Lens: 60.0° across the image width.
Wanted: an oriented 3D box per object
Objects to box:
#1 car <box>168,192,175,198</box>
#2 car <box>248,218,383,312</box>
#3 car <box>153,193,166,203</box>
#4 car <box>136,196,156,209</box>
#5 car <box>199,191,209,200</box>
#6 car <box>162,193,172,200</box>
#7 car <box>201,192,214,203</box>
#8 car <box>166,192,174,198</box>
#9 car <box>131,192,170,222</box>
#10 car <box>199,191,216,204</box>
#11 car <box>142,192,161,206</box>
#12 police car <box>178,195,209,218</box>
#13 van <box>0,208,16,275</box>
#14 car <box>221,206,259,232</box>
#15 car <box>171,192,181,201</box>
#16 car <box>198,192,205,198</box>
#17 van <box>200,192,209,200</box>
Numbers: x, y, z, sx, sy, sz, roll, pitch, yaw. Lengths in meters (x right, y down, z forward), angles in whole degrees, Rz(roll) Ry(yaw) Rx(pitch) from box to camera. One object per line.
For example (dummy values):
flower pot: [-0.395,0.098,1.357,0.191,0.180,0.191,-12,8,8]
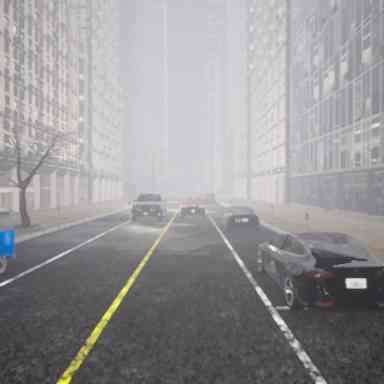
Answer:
car: [-5.712,0.727,92.993,1.967,1.590,4.097,0,1,0]
car: [2.685,1.516,7.518,1.947,1.339,4.313,0,0,0]
car: [-5.705,1.016,58.801,1.967,1.590,4.097,0,0,0]
car: [-5.702,1.253,41.708,1.887,1.381,4.507,0,0,0]
car: [2.671,0.751,75.894,2.192,1.841,5.009,0,0,0]
car: [-5.709,0.987,75.898,2.008,1.369,4.403,0,0,0]
car: [2.674,0.892,58.800,2.192,1.841,5.009,0,0,0]
car: [-5.711,0.865,87.123,1.752,1.417,4.829,0,1,0]
car: [-3.107,1.050,24.984,2.150,2.045,5.566,0,1,0]
car: [2.676,0.937,53.101,2.192,1.841,5.009,0,0,0]
car: [-5.704,0.981,47.405,2.192,1.841,5.009,0,0,0]
police car: [0.094,1.312,28.174,2.038,1.542,4.974,0,0,0]
van: [-5.697,1.290,7.518,1.690,1.788,3.998,0,0,0]
car: [2.683,1.438,18.914,1.947,1.339,4.313,0,0,0]
car: [-3.026,1.023,65.618,2.128,1.511,4.902,0,0,0]
car: [2.669,0.839,92.994,2.008,1.369,4.403,0,1,0]
van: [2.672,0.825,70.196,1.690,1.788,3.998,0,0,0]
